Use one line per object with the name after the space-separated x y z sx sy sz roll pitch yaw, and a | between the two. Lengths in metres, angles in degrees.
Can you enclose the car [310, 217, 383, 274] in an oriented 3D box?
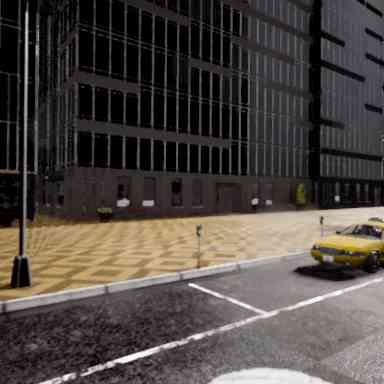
5.750 1.529 10.651 4.829 1.417 1.752 0 1 -35 | car
